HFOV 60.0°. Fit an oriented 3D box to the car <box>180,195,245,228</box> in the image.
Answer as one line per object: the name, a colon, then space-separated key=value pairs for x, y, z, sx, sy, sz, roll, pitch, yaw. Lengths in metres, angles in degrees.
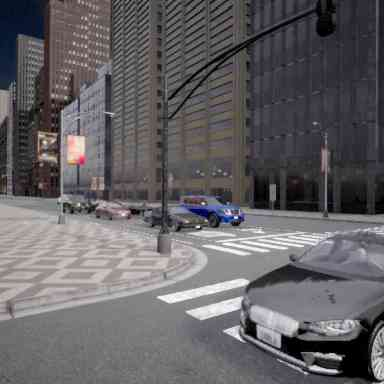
car: x=1.131 y=1.267 z=23.092 sx=2.150 sy=2.045 sz=5.566 roll=1 pitch=-1 yaw=-36

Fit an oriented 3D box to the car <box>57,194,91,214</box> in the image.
car: x=-13.117 y=1.322 z=37.461 sx=2.150 sy=2.045 sz=5.566 roll=1 pitch=-1 yaw=-36

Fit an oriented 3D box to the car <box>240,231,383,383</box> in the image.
car: x=2.919 y=1.458 z=5.463 sx=4.902 sy=1.511 sz=2.128 roll=-1 pitch=0 yaw=-36

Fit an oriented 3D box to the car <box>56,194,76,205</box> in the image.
car: x=-24.738 y=1.489 z=65.205 sx=2.150 sy=2.045 sz=5.566 roll=1 pitch=-1 yaw=-36

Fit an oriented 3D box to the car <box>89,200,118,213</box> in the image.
car: x=-10.605 y=1.651 z=39.531 sx=1.812 sy=1.442 sz=4.674 roll=1 pitch=-1 yaw=-35

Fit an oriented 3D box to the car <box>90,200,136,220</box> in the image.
car: x=-6.893 y=1.584 z=28.736 sx=1.812 sy=1.442 sz=4.674 roll=1 pitch=-1 yaw=-36

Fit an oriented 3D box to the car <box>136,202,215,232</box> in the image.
car: x=-1.197 y=1.567 z=20.769 sx=2.033 sy=1.411 sz=5.357 roll=1 pitch=-1 yaw=-35

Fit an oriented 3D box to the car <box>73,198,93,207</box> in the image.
car: x=-18.686 y=1.733 z=56.745 sx=1.837 sy=1.490 sz=4.892 roll=1 pitch=-1 yaw=-36
